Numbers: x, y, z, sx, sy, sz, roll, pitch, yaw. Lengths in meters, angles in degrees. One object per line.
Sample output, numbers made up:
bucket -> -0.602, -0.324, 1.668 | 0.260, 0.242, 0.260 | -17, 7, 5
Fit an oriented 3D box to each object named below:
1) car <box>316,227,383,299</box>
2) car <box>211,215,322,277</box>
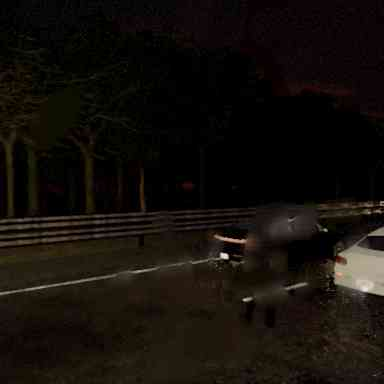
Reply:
car -> 4.984, 1.474, 7.342 | 4.674, 1.442, 1.812 | 0, 0, -36
car -> 2.807, 1.442, 10.087 | 4.902, 1.511, 2.128 | 0, 0, -36
